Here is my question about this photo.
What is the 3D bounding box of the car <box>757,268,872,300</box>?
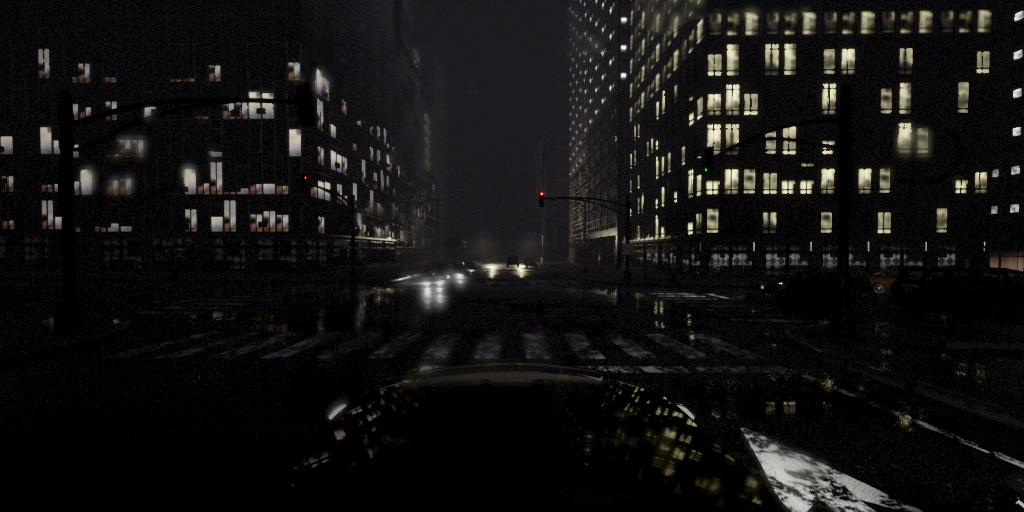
[{"bbox_3d":[15.281,1.357,18.275,4.902,1.511,2.128,1,1,2],"label":"car"}]

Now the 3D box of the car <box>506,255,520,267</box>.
[{"bbox_3d":[0.150,0.925,62.880,2.150,2.045,5.566,0,0,0],"label":"car"}]

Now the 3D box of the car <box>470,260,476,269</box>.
[{"bbox_3d":[-6.466,1.260,53.803,2.033,1.411,5.357,0,0,0],"label":"car"}]

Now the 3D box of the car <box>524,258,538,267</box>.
[{"bbox_3d":[3.402,1.229,63.259,1.812,1.442,4.674,0,0,0],"label":"car"}]

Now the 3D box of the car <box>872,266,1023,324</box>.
[{"bbox_3d":[16.216,1.281,12.444,5.009,1.841,2.192,0,0,1],"label":"car"}]

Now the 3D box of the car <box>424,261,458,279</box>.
[{"bbox_3d":[-6.529,1.225,32.352,2.128,1.511,4.902,0,0,0],"label":"car"}]

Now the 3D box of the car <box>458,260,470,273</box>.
[{"bbox_3d":[-6.504,1.326,42.357,1.895,1.301,4.718,0,0,0],"label":"car"}]
